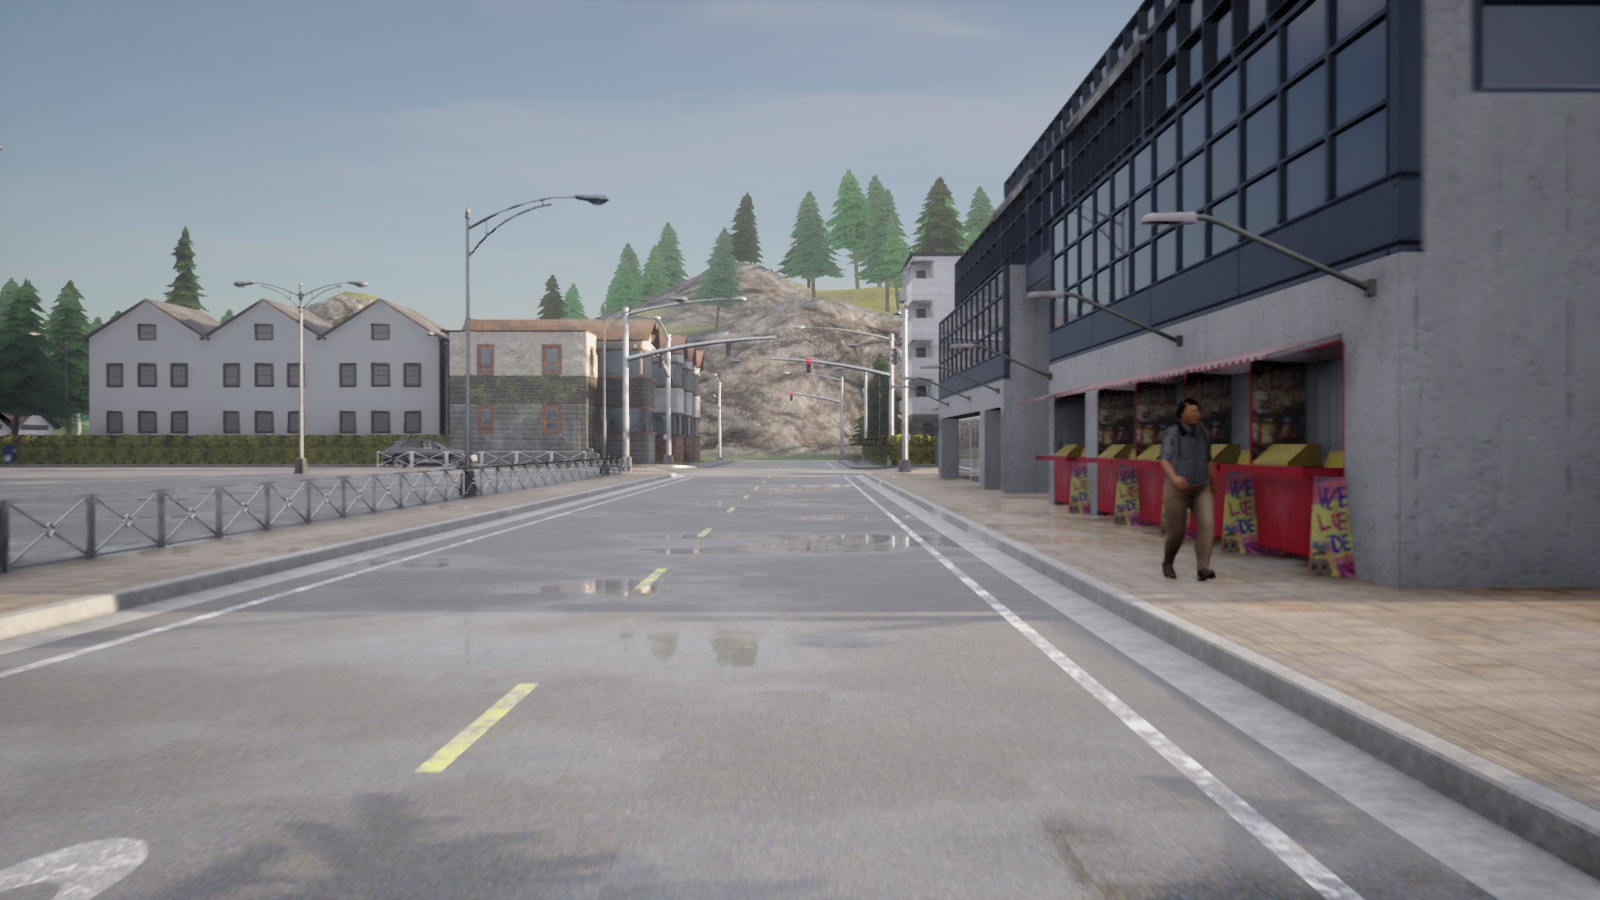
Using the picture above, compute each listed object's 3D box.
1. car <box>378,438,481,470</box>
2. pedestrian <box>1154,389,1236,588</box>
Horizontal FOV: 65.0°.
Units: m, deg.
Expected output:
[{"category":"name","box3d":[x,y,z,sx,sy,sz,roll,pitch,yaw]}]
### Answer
[{"category":"car","box3d":[-19.639,0.198,66.640,4.856,1.649,2.033,0,0,0]},{"category":"pedestrian","box3d":[3.766,0.360,12.019,0.540,1.848,0.694,0,0,-3]}]
